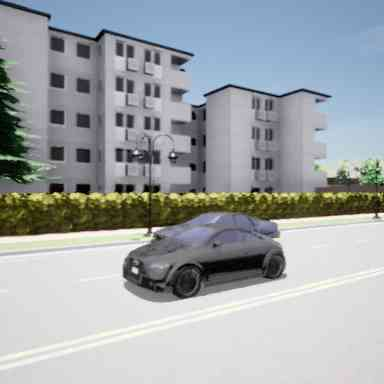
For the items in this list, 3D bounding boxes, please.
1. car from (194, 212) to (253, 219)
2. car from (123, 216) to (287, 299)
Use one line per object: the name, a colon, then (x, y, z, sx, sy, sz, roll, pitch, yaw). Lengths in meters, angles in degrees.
car: (1.116, 1.500, 13.037, 5.357, 1.411, 2.033, 0, 0, -33)
car: (0.421, 1.531, 8.384, 4.181, 1.385, 1.994, 0, 0, -34)
